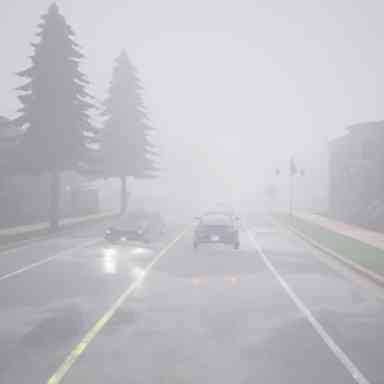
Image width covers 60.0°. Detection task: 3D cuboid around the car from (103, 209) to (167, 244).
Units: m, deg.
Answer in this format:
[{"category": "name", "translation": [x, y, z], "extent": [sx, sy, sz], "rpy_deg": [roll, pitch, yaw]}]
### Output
[{"category": "car", "translation": [-2.515, 1.540, 16.190], "extent": [2.033, 1.411, 5.357], "rpy_deg": [0, 0, 6]}]

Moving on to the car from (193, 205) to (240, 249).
[{"category": "car", "translation": [1.098, 1.527, 14.595], "extent": [1.812, 1.442, 4.674], "rpy_deg": [0, 0, 6]}]

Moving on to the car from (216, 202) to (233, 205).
[{"category": "car", "translation": [3.023, 1.605, 31.023], "extent": [1.895, 1.301, 4.718], "rpy_deg": [0, 0, 7]}]
